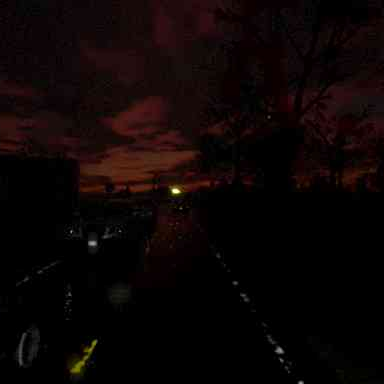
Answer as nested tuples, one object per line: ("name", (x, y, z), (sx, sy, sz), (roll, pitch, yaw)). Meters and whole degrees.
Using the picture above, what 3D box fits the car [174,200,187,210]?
("car", (-1.760, 1.921, 50.328), (1.812, 1.442, 4.674), (0, 0, -2))

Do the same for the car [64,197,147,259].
("car", (-3.309, 1.334, 13.512), (2.150, 2.045, 5.566), (0, -1, -2))

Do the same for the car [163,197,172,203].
("car", (-5.617, 1.817, 76.874), (1.882, 1.535, 5.008), (0, 0, -2))

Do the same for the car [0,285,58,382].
("car", (-2.927, 1.627, 2.876), (1.895, 1.301, 4.718), (0, 0, -2))

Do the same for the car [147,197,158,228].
("car", (-3.702, 1.416, 24.088), (2.150, 2.045, 5.566), (0, 0, -2))

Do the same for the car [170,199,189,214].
("car", (-1.368, 1.885, 40.383), (1.994, 1.385, 4.181), (0, 0, -3))
